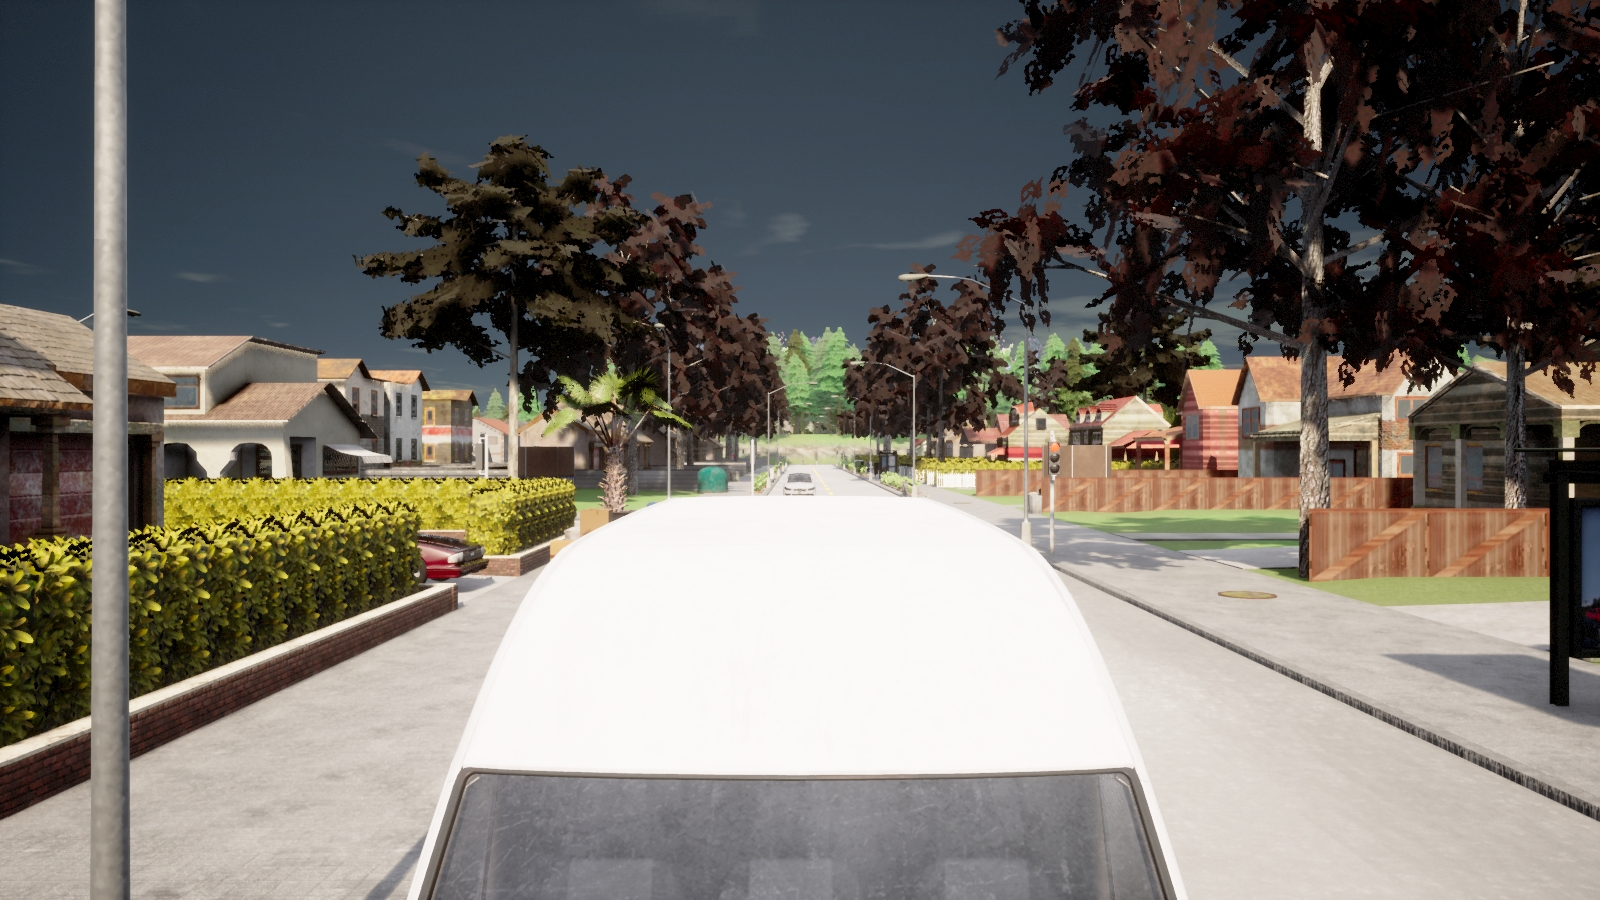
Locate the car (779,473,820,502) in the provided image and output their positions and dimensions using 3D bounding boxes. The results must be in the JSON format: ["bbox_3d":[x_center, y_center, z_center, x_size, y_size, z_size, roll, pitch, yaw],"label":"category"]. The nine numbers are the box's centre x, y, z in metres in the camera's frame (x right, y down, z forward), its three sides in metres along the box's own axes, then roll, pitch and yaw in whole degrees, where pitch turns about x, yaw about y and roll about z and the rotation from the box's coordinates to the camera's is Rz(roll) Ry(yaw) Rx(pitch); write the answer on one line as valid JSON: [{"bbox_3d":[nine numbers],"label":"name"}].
[{"bbox_3d":[-0.024,2.087,64.508,2.231,1.480,4.892,0,0,0],"label":"car"}]

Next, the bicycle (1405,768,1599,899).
[{"bbox_3d":[2.687,2.062,3.843,0.329,1.471,1.835,0,0,0],"label":"bicycle"}]

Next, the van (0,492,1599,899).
[{"bbox_3d":[0.002,1.537,4.030,1.988,2.561,5.915,0,0,0],"label":"van"}]
